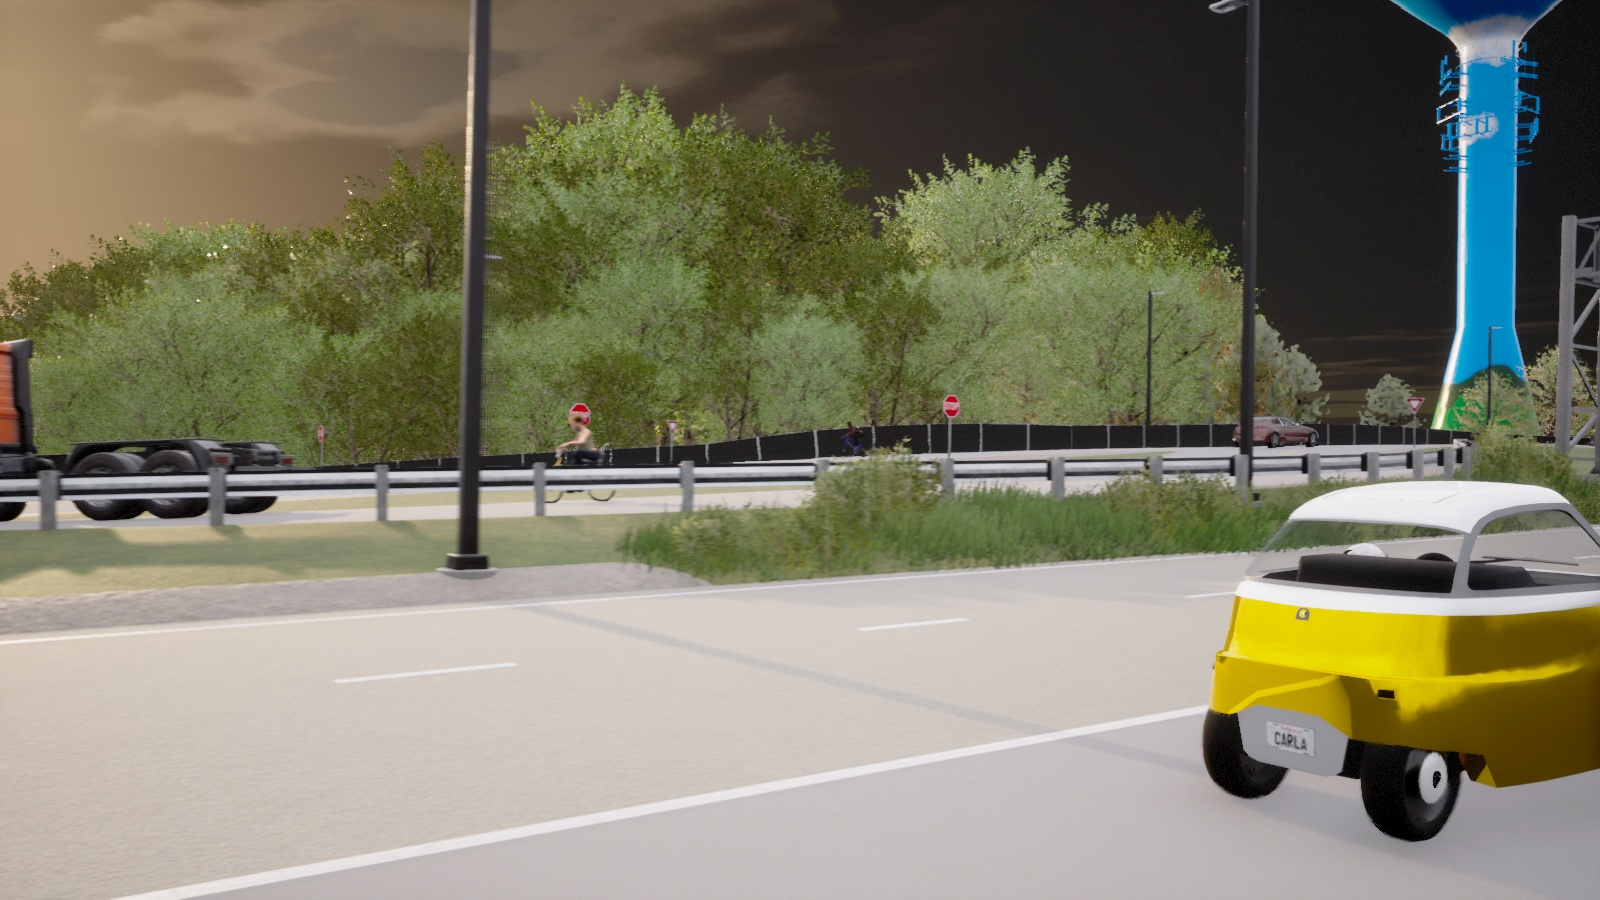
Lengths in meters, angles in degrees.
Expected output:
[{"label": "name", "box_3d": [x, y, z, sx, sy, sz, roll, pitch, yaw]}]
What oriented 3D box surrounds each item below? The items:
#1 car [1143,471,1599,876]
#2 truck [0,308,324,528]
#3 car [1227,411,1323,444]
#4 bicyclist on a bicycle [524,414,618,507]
[{"label": "car", "box_3d": [2.873, 0.808, 5.658, 2.207, 1.376, 1.481, 0, 0, -35]}, {"label": "truck", "box_3d": [-13.000, -0.415, 22.329, 7.936, 3.462, 2.891, -2, -1, 6]}, {"label": "car", "box_3d": [24.585, -1.174, 64.965, 5.027, 1.651, 2.152, -1, 1, -35]}, {"label": "bicyclist on a bicycle", "box_3d": [-4.180, 0.183, 22.880, 1.509, 1.612, 0.866, -2, 0, -18]}]
